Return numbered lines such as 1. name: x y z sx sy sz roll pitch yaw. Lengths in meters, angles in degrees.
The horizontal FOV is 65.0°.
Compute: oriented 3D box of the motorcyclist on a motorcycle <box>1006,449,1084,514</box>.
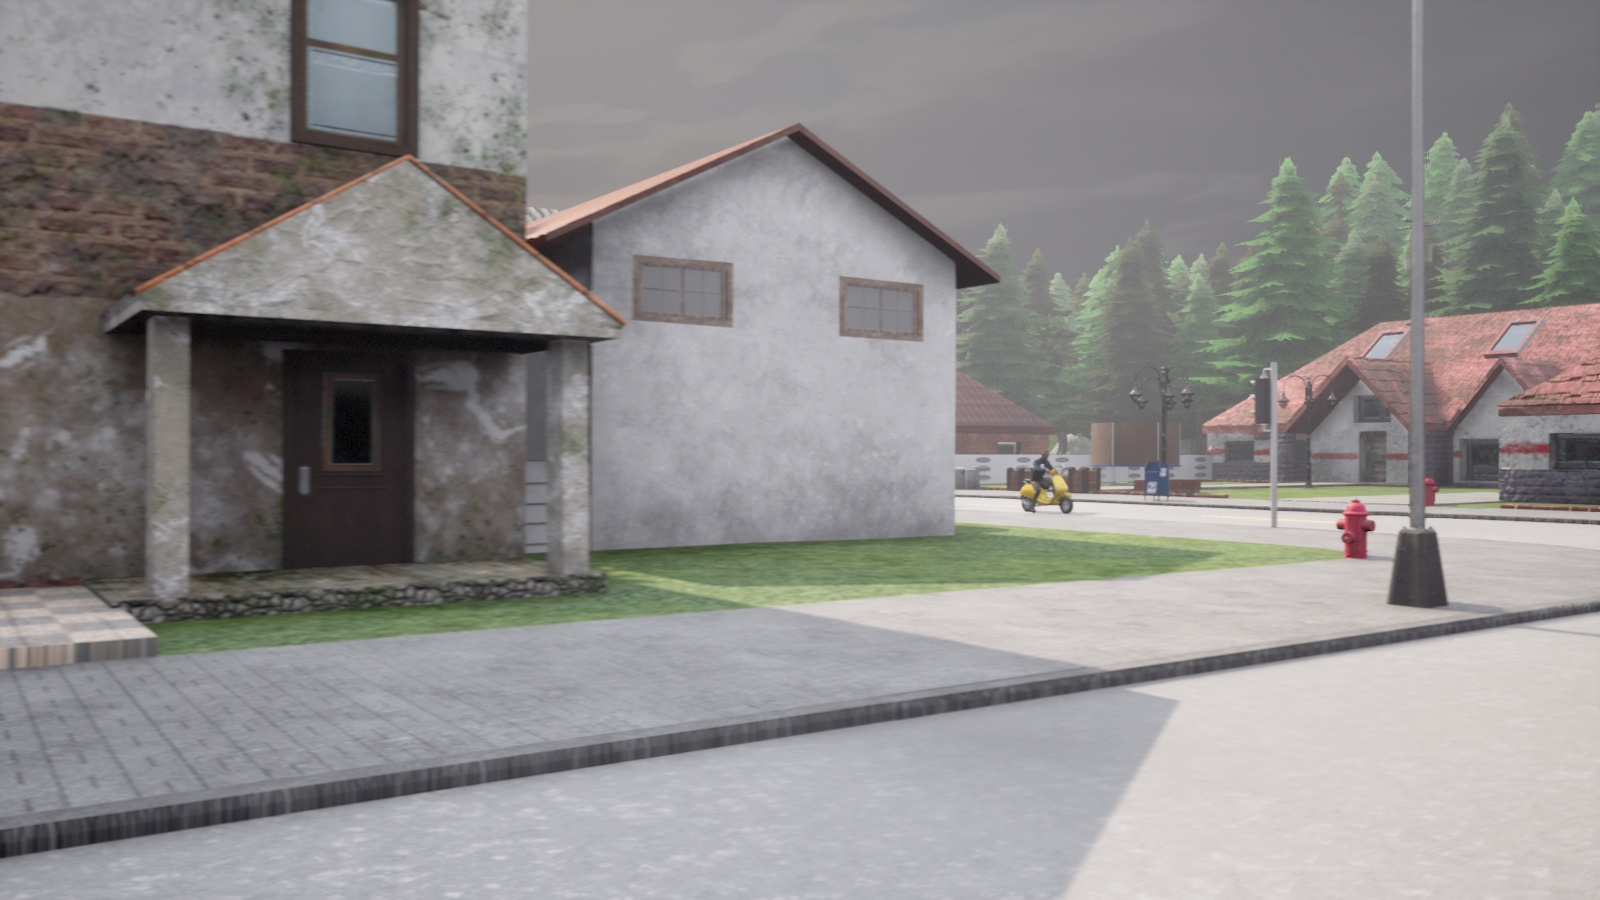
1. motorcyclist on a motorcycle: 6.137 0.763 31.513 0.866 1.590 1.817 0 0 -35
